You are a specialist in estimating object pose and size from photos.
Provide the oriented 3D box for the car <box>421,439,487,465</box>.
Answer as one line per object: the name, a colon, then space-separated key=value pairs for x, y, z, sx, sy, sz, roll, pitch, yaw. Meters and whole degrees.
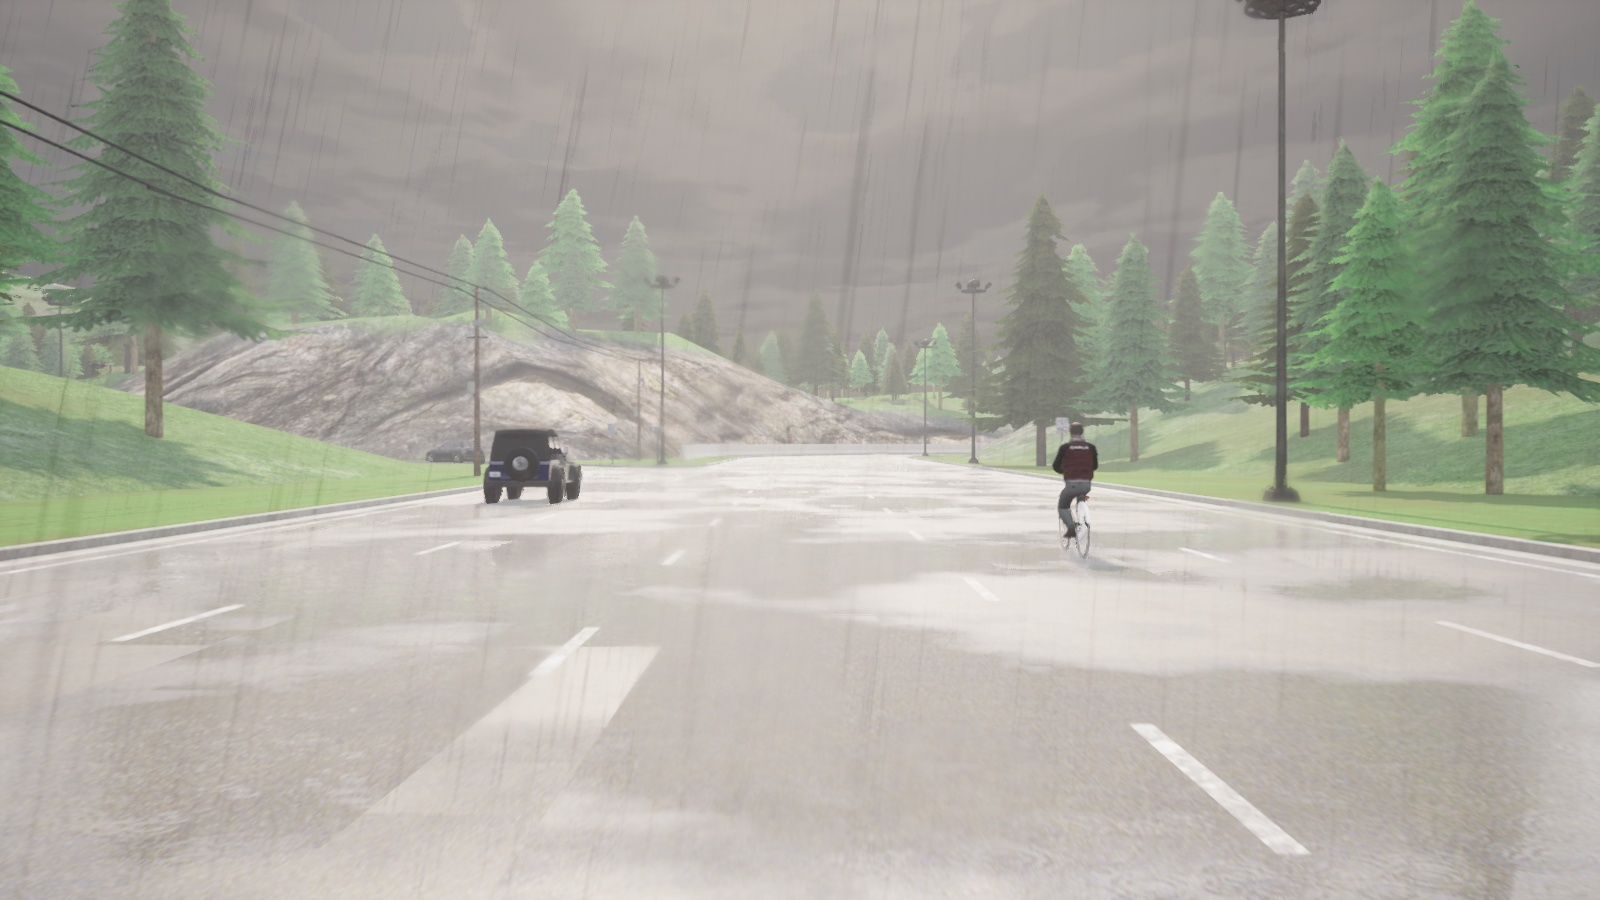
car: x=-24.097 y=0.093 z=87.386 sx=4.553 sy=1.767 sz=2.097 roll=0 pitch=0 yaw=38

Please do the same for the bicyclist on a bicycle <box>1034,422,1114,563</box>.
bicyclist on a bicycle: x=3.610 y=0.526 z=16.676 sx=0.659 sy=1.776 sz=1.843 roll=0 pitch=1 yaw=0

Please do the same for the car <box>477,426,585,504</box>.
car: x=-6.802 y=0.356 z=32.132 sx=1.905 sy=1.878 sz=3.866 roll=0 pitch=0 yaw=0
